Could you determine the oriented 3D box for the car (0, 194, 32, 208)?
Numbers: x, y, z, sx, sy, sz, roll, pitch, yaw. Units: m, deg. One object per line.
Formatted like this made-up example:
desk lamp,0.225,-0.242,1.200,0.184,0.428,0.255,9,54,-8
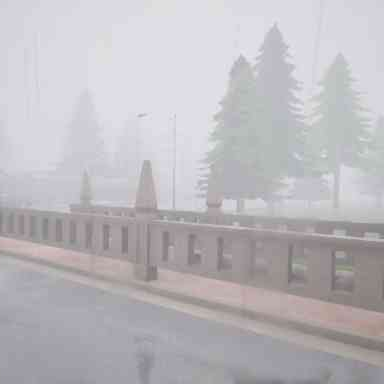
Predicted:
car,-17.654,0.979,31.219,1.837,1.490,4.892,1,1,38
